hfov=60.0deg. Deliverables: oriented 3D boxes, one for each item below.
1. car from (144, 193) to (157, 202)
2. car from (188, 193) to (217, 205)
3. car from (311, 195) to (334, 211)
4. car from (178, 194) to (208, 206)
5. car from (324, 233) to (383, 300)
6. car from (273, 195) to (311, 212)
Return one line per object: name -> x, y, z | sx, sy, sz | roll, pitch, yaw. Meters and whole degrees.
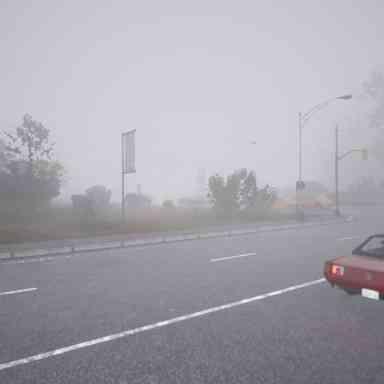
car -> -8.713, 0.946, 65.347 | 2.097, 1.767, 4.553 | -1, 0, -39
car -> 1.621, 1.131, 52.373 | 2.097, 1.767, 4.553 | -1, 0, -39
car -> 13.575, 1.122, 37.544 | 2.097, 1.767, 4.553 | -1, 0, -39
car -> -0.022, 1.284, 48.834 | 1.882, 1.535, 5.008 | -1, 0, -39
car -> 5.079, 1.569, 7.394 | 4.718, 1.301, 1.895 | 0, 0, -36
car -> 9.948, 1.276, 36.466 | 1.882, 1.535, 5.008 | -1, 0, -39
